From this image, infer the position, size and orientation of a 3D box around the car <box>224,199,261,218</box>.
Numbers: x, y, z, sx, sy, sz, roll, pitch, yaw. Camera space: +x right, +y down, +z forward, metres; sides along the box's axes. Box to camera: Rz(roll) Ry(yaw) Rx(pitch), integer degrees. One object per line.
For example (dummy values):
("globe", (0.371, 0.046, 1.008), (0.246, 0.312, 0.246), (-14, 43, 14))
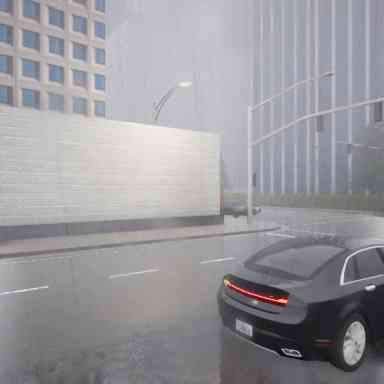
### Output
("car", (3.600, 1.603, 31.571), (2.033, 1.411, 5.357), (0, 0, -36))

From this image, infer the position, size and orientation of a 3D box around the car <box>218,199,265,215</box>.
("car", (5.163, 1.547, 35.403), (2.128, 1.511, 4.902), (0, 0, -36))

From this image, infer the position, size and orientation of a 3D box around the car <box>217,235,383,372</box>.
("car", (2.655, 1.505, 5.692), (4.892, 1.490, 1.837), (0, 0, -35))
